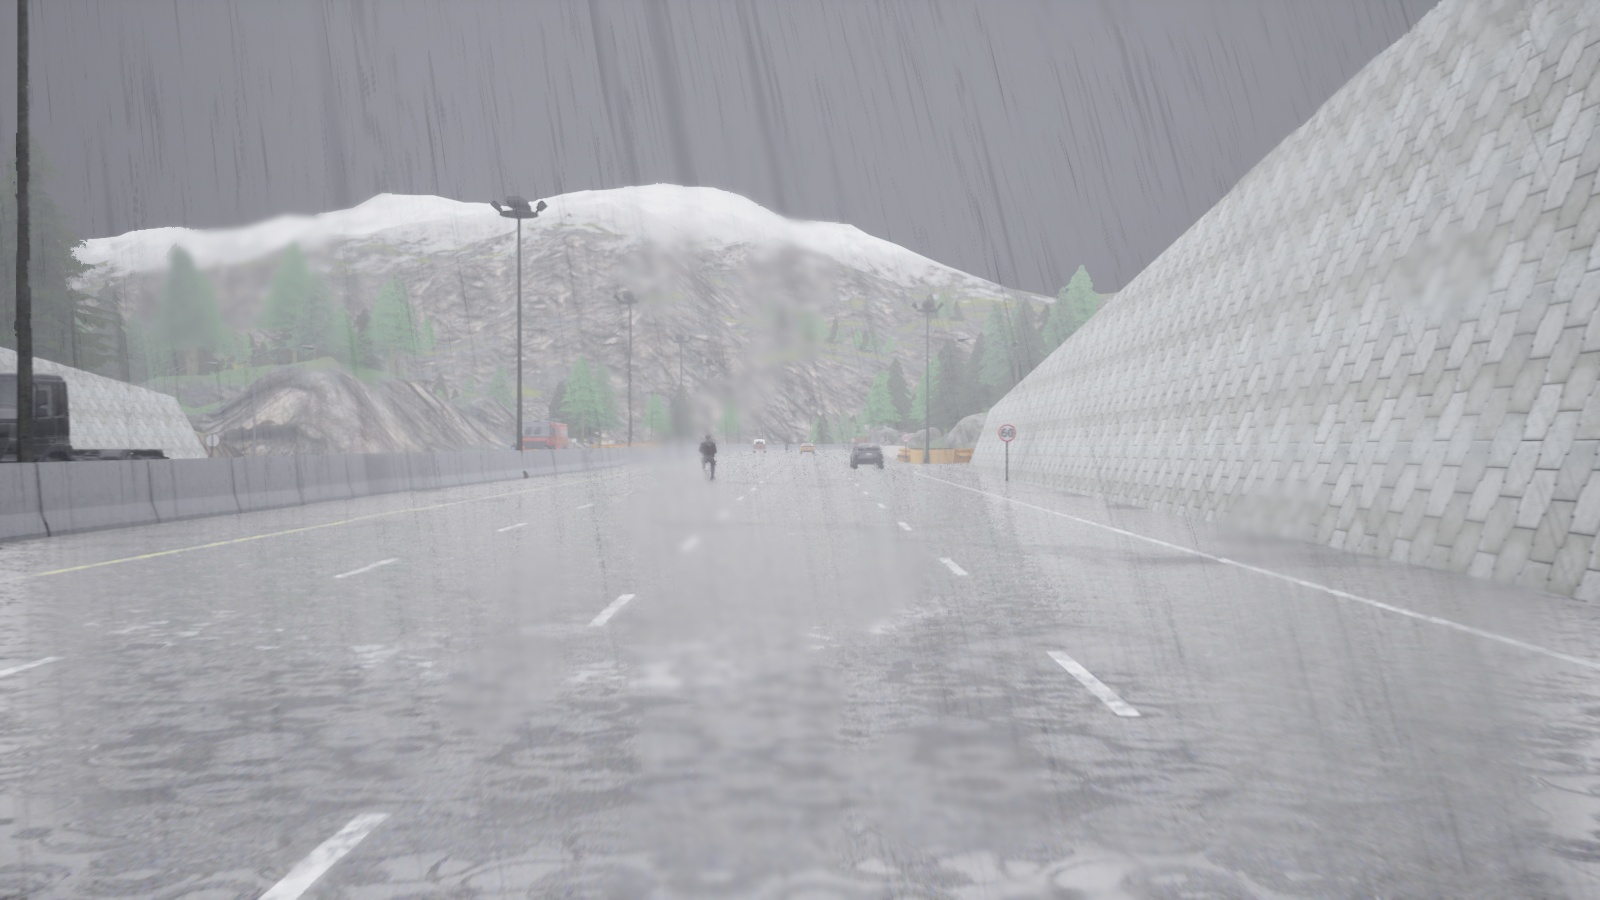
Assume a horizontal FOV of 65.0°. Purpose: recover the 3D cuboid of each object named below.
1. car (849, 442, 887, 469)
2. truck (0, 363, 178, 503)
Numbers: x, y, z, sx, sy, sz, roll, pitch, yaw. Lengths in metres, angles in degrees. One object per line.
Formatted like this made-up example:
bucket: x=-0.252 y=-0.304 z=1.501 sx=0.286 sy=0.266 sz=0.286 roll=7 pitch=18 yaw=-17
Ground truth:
car: x=3.934 y=0.282 z=73.555 sx=2.007 sy=1.525 sz=4.514 roll=0 pitch=0 yaw=0
truck: x=-20.785 y=-0.450 z=35.034 sx=2.891 sy=3.462 sz=7.936 roll=0 pitch=0 yaw=0
